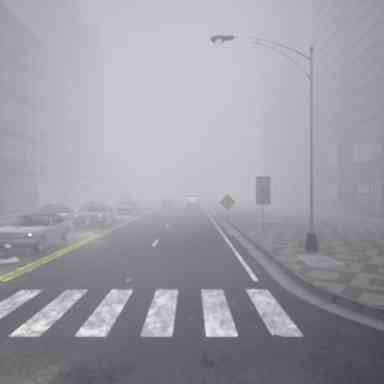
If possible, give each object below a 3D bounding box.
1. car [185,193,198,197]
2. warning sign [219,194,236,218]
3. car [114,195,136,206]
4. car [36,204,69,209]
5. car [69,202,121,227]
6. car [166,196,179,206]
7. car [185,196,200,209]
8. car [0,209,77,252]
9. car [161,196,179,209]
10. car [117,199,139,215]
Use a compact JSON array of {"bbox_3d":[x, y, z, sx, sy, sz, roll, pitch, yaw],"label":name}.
[{"bbox_3d":[0.041,1.206,54.584,2.150,2.045,5.566,0,0,0],"label":"car"},{"bbox_3d":[2.866,1.111,27.078,1.300,1.860,1.060,0,0,0],"label":"warning sign"},{"bbox_3d":[-9.718,1.180,48.596,2.033,1.411,5.357,0,0,0],"label":"car"},{"bbox_3d":[-9.835,1.545,23.314,2.033,1.411,5.357,0,0,0],"label":"car"},{"bbox_3d":[-6.578,1.599,23.101,1.895,1.301,4.718,0,0,0],"label":"car"},{"bbox_3d":[-3.210,1.490,54.971,1.837,1.490,4.892,0,0,0],"label":"car"},{"bbox_3d":[0.128,1.589,44.364,1.895,1.301,4.718,0,0,0],"label":"car"},{"bbox_3d":[-6.591,1.602,13.943,1.895,1.301,4.718,0,0,-3],"label":"car"},{"bbox_3d":[-3.119,1.465,44.917,1.882,1.535,5.008,0,0,0],"label":"car"},{"bbox_3d":[-6.573,1.540,33.860,2.033,1.411,5.357,0,0,0],"label":"car"}]
